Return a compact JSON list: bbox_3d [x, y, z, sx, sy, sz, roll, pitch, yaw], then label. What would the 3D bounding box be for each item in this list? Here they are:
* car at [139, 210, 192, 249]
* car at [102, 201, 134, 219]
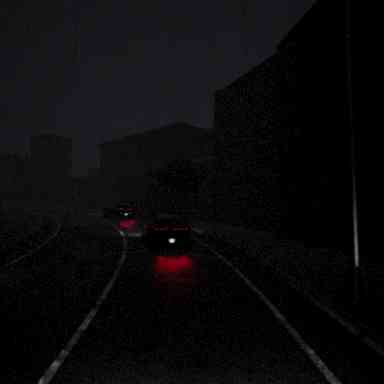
[{"bbox_3d":[-1.265,1.609,15.201,1.837,1.490,4.892,1,0,-12],"label":"car"},{"bbox_3d":[-6.617,1.543,29.732,1.837,1.490,4.892,2,0,-29],"label":"car"}]
